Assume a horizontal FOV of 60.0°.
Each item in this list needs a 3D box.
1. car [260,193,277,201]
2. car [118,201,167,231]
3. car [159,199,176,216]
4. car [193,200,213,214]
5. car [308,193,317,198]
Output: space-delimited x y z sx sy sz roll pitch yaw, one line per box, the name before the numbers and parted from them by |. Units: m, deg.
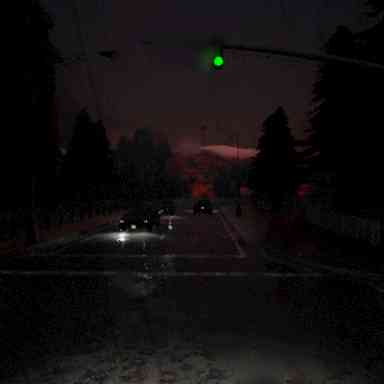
car | 16.574 1.251 72.171 1.845 1.501 3.633 0 0 3
car | -3.128 1.543 21.114 2.033 1.411 5.357 0 0 3
car | -2.617 1.480 32.869 1.837 1.490 4.892 0 0 3
car | 1.134 1.530 34.726 1.994 1.385 4.181 0 0 2
car | 32.480 1.138 89.783 1.845 1.501 3.633 0 0 3
